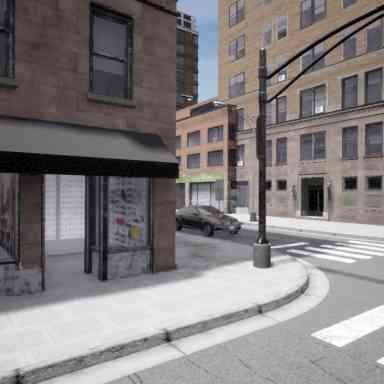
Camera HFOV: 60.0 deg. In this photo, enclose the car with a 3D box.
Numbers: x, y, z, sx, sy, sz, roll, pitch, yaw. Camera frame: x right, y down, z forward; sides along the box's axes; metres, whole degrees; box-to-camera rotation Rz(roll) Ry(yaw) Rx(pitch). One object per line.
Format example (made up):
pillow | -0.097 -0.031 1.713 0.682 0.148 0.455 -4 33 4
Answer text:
car | 0.600 1.444 17.920 1.812 1.442 4.674 0 0 -34
